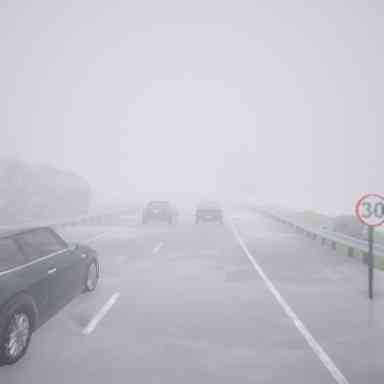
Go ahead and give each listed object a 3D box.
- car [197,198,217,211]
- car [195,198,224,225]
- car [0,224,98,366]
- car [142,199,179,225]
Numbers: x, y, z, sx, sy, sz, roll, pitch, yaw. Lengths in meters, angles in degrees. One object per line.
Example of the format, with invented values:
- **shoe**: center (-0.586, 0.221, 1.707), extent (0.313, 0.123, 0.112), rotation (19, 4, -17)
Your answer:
- **car**: center (1.867, 1.508, 42.413), extent (2.163, 1.488, 4.792), rotation (0, 0, -3)
- **car**: center (1.300, 1.481, 24.426), extent (1.882, 1.535, 5.008), rotation (0, 0, 5)
- **car**: center (-3.261, 1.347, 5.969), extent (2.097, 1.767, 4.553), rotation (0, 0, 1)
- **car**: center (-2.206, 1.349, 24.422), extent (2.097, 1.767, 4.553), rotation (0, 0, 5)
